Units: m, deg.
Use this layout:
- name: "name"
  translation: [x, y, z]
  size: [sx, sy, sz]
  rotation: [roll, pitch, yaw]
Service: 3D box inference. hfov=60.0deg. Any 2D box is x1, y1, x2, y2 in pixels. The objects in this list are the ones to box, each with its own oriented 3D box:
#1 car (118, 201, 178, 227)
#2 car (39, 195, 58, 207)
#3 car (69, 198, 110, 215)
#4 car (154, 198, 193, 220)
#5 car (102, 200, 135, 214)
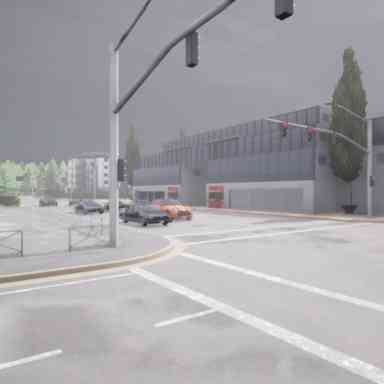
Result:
- name: "car"
  translation: [-3.418, 1.544, 23.329]
  size: [2.033, 1.411, 5.357]
  rotation: [0, 0, -35]
- name: "car"
  translation: [-22.241, 1.346, 51.484]
  size: [2.097, 1.767, 4.553]
  rotation: [0, 0, -34]
- name: "car"
  translation: [-10.546, 1.543, 33.868]
  size: [2.033, 1.411, 5.357]
  rotation: [0, 0, -34]
- name: "car"
  translation: [-1.835, 1.348, 27.220]
  size: [2.097, 1.767, 4.553]
  rotation: [0, 0, -34]
- name: "car"
  translation: [-8.137, 1.597, 36.563]
  size: [1.895, 1.301, 4.718]
  rotation: [0, 0, -34]
